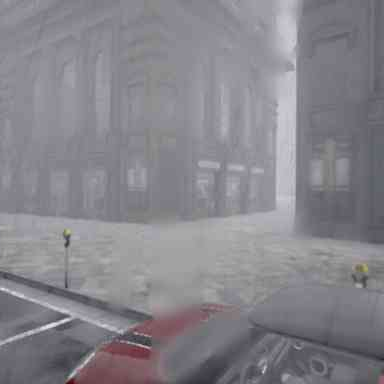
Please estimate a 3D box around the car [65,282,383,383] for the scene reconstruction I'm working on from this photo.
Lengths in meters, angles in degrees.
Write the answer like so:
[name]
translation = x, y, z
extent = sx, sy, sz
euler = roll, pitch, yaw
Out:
[car]
translation = 0.860, 1.437, 2.346
extent = 4.097, 1.590, 1.967
euler = 0, 0, 36
